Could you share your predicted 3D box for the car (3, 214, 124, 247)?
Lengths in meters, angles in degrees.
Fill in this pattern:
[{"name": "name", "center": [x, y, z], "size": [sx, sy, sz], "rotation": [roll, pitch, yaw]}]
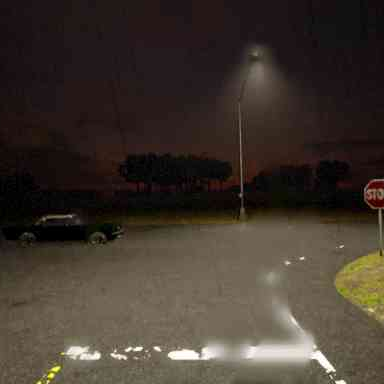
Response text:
[{"name": "car", "center": [-5.432, 1.636, 14.534], "size": [4.718, 1.301, 1.895], "rotation": [0, -1, 0]}]
